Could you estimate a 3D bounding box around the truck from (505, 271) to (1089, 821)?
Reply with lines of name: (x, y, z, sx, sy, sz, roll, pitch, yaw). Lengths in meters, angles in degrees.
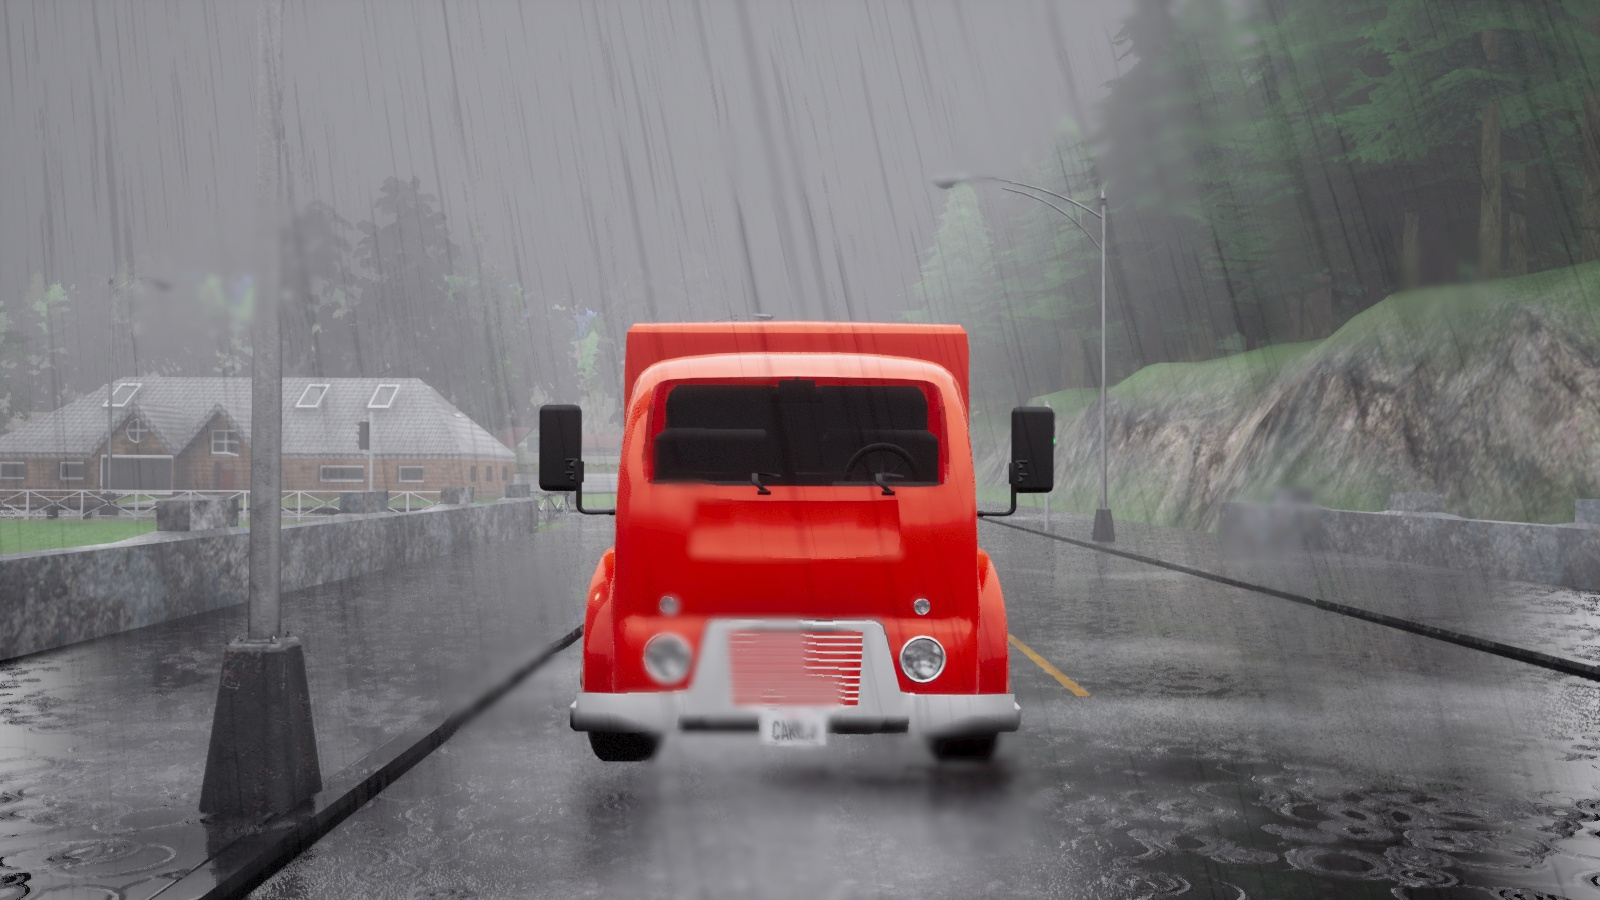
truck: (-0.024, 0.464, 8.269, 2.627, 2.467, 5.204, 0, -1, 0)
